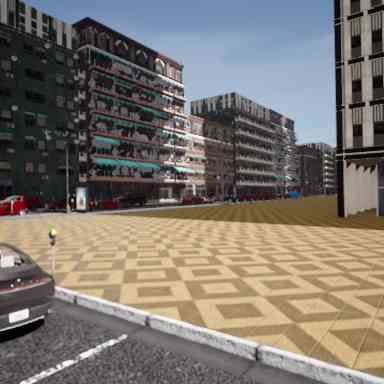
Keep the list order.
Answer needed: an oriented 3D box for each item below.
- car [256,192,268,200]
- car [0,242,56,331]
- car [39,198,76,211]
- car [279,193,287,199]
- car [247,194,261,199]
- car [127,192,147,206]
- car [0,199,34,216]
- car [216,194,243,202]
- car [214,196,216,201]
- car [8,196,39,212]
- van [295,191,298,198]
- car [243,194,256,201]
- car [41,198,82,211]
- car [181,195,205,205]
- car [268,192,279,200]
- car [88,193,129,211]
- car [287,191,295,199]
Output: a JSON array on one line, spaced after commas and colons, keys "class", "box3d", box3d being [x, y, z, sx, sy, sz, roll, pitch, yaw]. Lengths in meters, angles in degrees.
[{"class": "car", "box3d": [13.250, 1.129, 68.121, 1.802, 1.307, 4.206, -1, 0, 36]}, {"class": "car", "box3d": [-4.284, 1.573, 6.118, 4.403, 1.369, 2.008, 0, -1, 36]}, {"class": "car", "box3d": [-15.007, 1.467, 39.113, 1.812, 1.442, 4.674, -1, 0, 36]}, {"class": "car", "box3d": [19.751, 1.021, 77.062, 2.008, 1.369, 4.403, -1, 0, 36]}, {"class": "car", "box3d": [16.226, 1.147, 86.462, 1.947, 1.339, 4.313, -1, 0, 36]}, {"class": "car", "box3d": [-8.865, 1.084, 47.561, 2.150, 2.045, 5.566, -1, 0, 36]}, {"class": "car", "box3d": [-16.004, 1.495, 27.884, 1.802, 1.307, 4.206, -1, 0, 36]}, {"class": "car", "box3d": [6.749, 1.176, 59.180, 2.008, 1.369, 4.403, -1, 0, 36]}, {"class": "car", "box3d": [6.472, 1.135, 73.050, 1.967, 1.590, 4.097, -1, 0, 36]}, {"class": "car", "box3d": [-19.533, 1.334, 37.284, 2.192, 1.841, 5.009, -1, 0, 36]}, {"class": "van", "box3d": [26.249, 0.737, 86.005, 1.690, 1.788, 3.998, -1, 0, 36]}, {"class": "car", "box3d": [10.000, 1.131, 63.651, 1.887, 1.381, 4.507, -1, 0, 36]}, {"class": "car", "box3d": [-16.279, 1.521, 41.756, 1.887, 1.381, 4.507, -1, 0, 36]}, {"class": "car", "box3d": [0.247, 1.145, 50.238, 1.967, 1.590, 4.097, -1, 0, 36]}, {"class": "car", "box3d": [16.498, 0.823, 72.592, 2.192, 1.841, 5.009, -1, 0, 36]}, {"class": "car", "box3d": [-9.504, 1.269, 36.826, 1.967, 1.590, 4.097, -1, 0, 36]}, {"class": "car", "box3d": [23.002, 1.015, 81.534, 1.802, 1.307, 4.206, -1, 0, 36]}]
